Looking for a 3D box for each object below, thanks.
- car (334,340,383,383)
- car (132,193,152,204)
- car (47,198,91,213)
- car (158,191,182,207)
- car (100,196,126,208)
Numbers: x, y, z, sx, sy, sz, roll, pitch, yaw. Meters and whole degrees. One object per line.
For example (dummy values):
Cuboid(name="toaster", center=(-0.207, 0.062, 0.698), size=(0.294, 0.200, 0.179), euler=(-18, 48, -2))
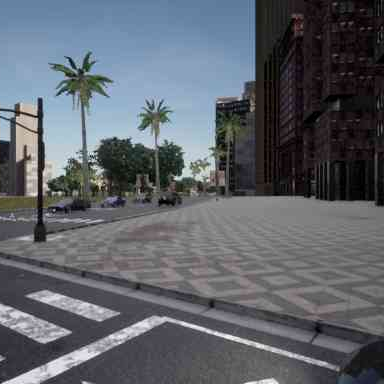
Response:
Cuboid(name="car", center=(3.181, 1.505, 1.441), size=(4.892, 1.490, 1.837), euler=(0, 0, 34))
Cuboid(name="car", center=(-8.087, 0.994, 53.670), size=(2.097, 1.767, 4.553), euler=(0, 1, 11))
Cuboid(name="car", center=(-12.444, 1.362, 34.196), size=(2.033, 1.411, 5.357), euler=(0, 0, 14))
Cuboid(name="car", center=(-2.932, 0.927, 45.537), size=(2.150, 2.045, 5.566), euler=(0, 1, 12))
Cuboid(name="car", center=(-10.218, 1.259, 43.589), size=(1.812, 1.442, 4.674), euler=(0, 1, 13))
